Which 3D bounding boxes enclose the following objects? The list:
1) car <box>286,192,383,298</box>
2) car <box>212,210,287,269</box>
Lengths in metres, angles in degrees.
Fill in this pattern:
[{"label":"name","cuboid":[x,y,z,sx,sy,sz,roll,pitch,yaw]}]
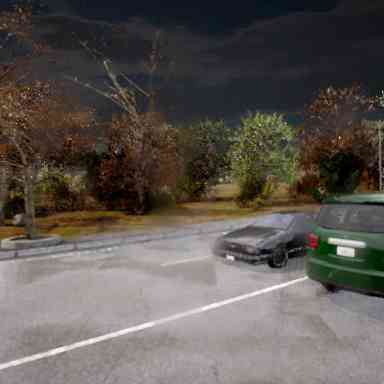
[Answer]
[{"label":"car","cuboid":[4.791,1.008,7.184,5.566,2.045,2.150,-2,1,-35]},{"label":"car","cuboid":[3.199,1.311,10.589,5.357,1.411,2.033,-2,1,-36]}]
